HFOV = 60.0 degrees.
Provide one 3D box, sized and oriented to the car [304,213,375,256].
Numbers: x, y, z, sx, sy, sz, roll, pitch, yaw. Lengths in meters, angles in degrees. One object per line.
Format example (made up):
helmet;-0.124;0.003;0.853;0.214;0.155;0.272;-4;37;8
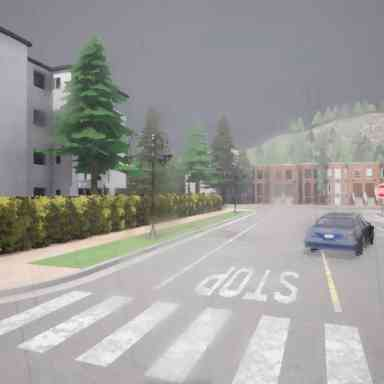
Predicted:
car;6.002;1.532;13.235;2.033;1.411;5.357;0;0;34
